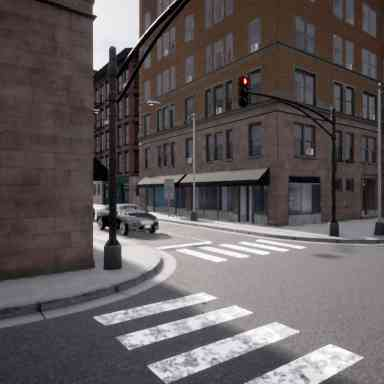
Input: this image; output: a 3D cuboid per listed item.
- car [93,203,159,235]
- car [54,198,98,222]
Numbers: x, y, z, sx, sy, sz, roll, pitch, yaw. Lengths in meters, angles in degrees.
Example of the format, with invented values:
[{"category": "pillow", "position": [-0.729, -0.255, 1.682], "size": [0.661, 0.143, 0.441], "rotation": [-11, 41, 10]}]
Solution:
[{"category": "car", "position": [-3.624, 1.395, 18.153], "size": [2.128, 1.511, 4.902], "rotation": [0, 0, -37]}, {"category": "car", "position": [-9.110, 1.323, 25.863], "size": [1.882, 1.535, 5.008], "rotation": [0, 0, -36]}]
